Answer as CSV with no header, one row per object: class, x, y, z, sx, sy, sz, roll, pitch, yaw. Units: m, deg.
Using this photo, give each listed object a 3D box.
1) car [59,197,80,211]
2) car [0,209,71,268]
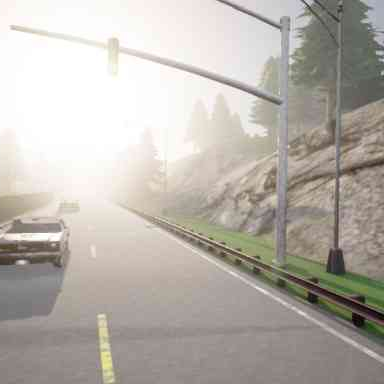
car,-12.274,1.146,33.436,1.895,1.301,4.718,1,0,-18
car,-4.897,1.427,10.425,1.895,1.301,4.718,1,0,-17
